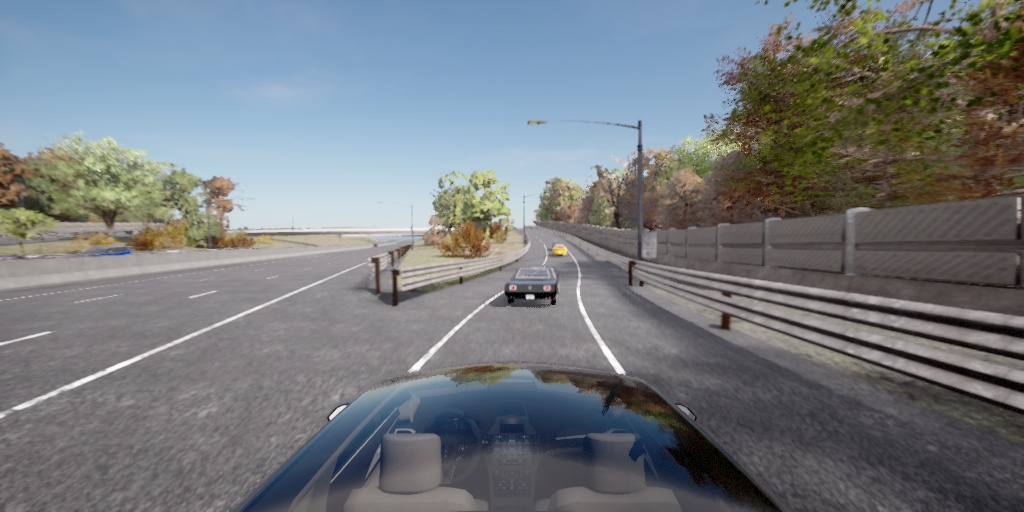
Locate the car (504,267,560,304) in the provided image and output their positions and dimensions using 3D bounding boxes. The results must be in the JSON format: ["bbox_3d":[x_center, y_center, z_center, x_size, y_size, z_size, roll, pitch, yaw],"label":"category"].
[{"bbox_3d":[0.991,1.100,14.738,1.895,1.301,4.718,0,1,9],"label":"car"}]

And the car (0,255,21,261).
[{"bbox_3d":[-35.359,0.715,25.406,2.128,1.511,4.902,-2,2,-15],"label":"car"}]

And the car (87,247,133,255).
[{"bbox_3d":[-42.103,0.074,36.981,2.150,2.045,5.566,-2,3,-15],"label":"car"}]

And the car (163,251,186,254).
[{"bbox_3d":[-39.884,0.117,42.255,1.812,1.442,4.674,-2,2,-15],"label":"car"}]

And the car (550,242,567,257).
[{"bbox_3d":[6.699,-0.822,50.854,1.882,1.535,5.008,-1,5,5],"label":"car"}]

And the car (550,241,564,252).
[{"bbox_3d":[7.596,-1.674,60.861,2.033,1.411,5.357,-1,6,4],"label":"car"}]

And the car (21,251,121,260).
[{"bbox_3d":[-31.975,0.630,26.287,1.837,1.490,4.892,-2,2,-15],"label":"car"}]
